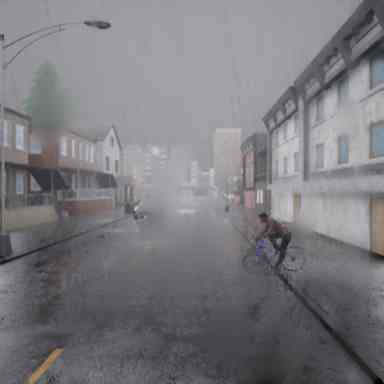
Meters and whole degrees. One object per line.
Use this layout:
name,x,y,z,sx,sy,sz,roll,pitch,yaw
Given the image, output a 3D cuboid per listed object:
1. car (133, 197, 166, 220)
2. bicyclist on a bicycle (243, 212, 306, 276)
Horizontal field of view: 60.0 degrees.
car,-3.323,1.225,26.726,2.097,1.767,4.553,0,0,2
bicyclist on a bicycle,2.103,1.342,8.685,1.656,1.620,0.582,-6,0,2
